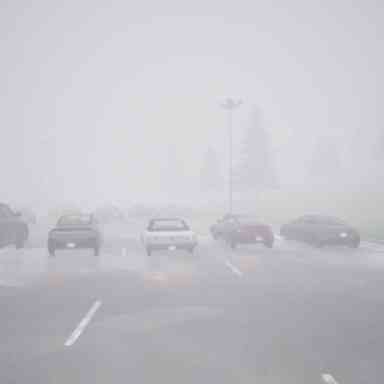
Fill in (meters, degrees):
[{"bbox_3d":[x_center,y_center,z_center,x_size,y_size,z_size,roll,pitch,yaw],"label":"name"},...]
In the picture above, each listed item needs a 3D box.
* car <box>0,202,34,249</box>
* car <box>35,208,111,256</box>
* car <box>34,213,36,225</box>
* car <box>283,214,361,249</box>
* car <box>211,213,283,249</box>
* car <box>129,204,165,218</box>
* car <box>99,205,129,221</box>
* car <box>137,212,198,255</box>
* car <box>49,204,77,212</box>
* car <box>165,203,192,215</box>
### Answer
[{"bbox_3d":[-7.911,1.360,12.373,2.150,2.045,5.566,0,0,-11],"label":"car"},{"bbox_3d":[-4.670,1.642,13.846,2.128,1.511,4.902,0,0,-12],"label":"car"},{"bbox_3d":[-13.693,1.851,26.474,1.994,1.385,4.181,0,-1,-33],"label":"car"},{"bbox_3d":[5.767,1.725,15.464,1.994,1.385,4.181,0,-1,-11],"label":"car"},{"bbox_3d":[2.213,1.687,15.389,1.812,1.442,4.674,0,0,-11],"label":"car"},{"bbox_3d":[-4.757,1.865,32.103,1.812,1.442,4.674,0,0,-32],"label":"car"},{"bbox_3d":[-7.601,1.884,29.935,1.994,1.385,4.181,0,-1,-33],"label":"car"},{"bbox_3d":[-1.159,1.752,14.178,1.895,1.301,4.718,0,-1,-12],"label":"car"},{"bbox_3d":[-11.057,1.786,28.793,1.882,1.535,5.008,1,-1,-34],"label":"car"},{"bbox_3d":[-1.736,1.882,33.866,1.812,1.442,4.674,0,0,-32],"label":"car"}]
